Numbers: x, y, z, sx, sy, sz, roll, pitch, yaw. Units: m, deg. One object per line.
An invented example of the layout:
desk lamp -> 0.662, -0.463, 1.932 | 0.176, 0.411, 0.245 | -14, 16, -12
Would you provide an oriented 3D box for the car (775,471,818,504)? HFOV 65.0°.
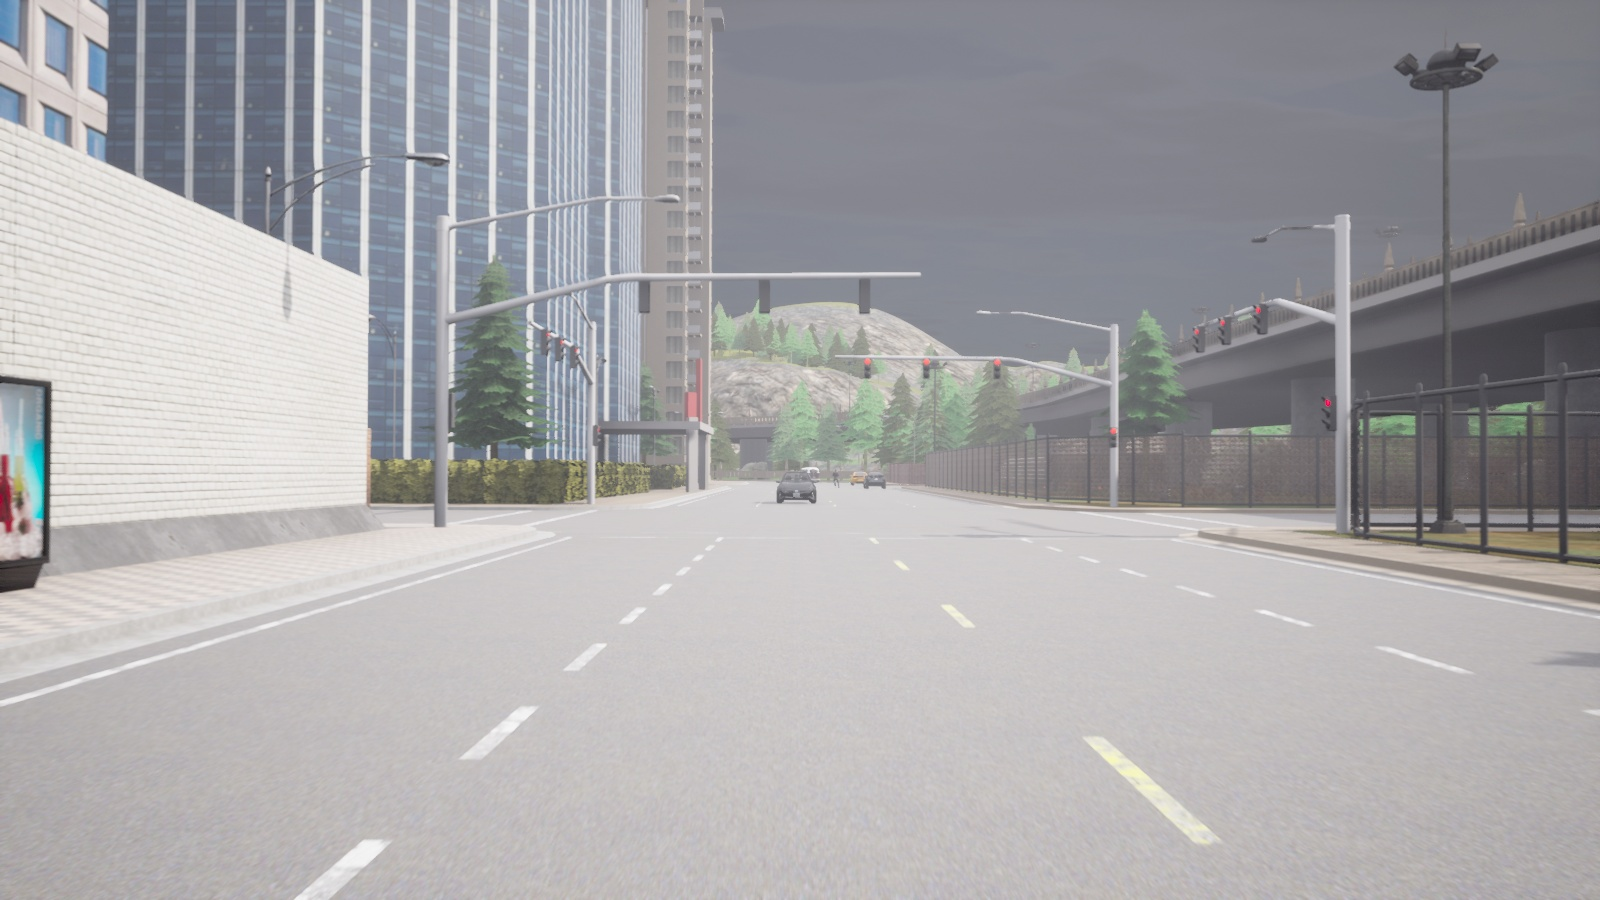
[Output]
car -> -0.151, 1.786, 61.168 | 2.007, 1.525, 4.514 | 0, -1, 0
